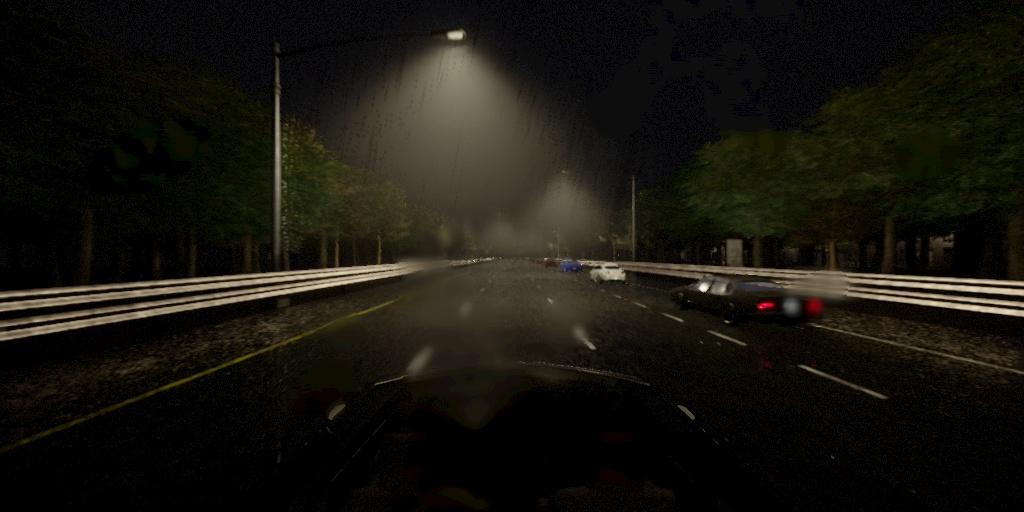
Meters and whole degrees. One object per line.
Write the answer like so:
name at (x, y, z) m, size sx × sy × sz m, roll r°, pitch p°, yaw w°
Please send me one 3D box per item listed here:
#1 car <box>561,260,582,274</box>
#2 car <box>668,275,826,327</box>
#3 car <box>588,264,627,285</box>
car at (6.985, 1.245, 42.470) m, size 1.882 × 1.535 × 5.008 m, roll 0°, pitch 0°, yaw 0°
car at (6.998, 1.301, 11.496) m, size 2.033 × 1.411 × 5.357 m, roll 0°, pitch 0°, yaw 0°
car at (6.991, 1.285, 26.471) m, size 1.812 × 1.442 × 4.674 m, roll 0°, pitch 0°, yaw 0°
